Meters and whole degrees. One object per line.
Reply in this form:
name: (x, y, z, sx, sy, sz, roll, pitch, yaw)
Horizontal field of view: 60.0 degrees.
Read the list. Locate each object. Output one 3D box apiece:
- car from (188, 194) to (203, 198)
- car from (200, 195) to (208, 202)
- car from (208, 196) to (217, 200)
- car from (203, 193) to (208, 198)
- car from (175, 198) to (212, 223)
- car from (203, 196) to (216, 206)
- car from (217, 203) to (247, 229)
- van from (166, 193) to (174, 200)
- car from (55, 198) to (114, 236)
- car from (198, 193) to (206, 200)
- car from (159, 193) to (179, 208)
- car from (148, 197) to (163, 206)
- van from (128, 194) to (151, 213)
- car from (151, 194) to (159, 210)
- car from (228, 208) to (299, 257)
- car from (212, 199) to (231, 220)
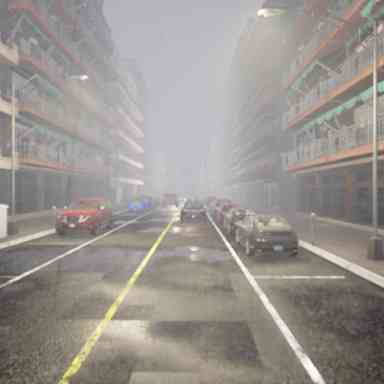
car: (0.114, 1.388, 45.980, 2.128, 1.511, 4.902, 0, 0, 0)
car: (2.710, 1.409, 75.033, 1.752, 1.417, 4.829, 0, 0, 0)
car: (2.699, 1.360, 29.569, 1.967, 1.590, 4.097, 0, 0, 0)
car: (2.703, 1.336, 46.552, 1.967, 1.590, 4.097, 0, 0, 0)
car: (0.108, 1.424, 24.656, 2.128, 1.511, 4.902, 0, 0, 0)
car: (2.705, 1.418, 52.384, 1.752, 1.417, 4.829, 0, 0, 0)
car: (2.696, 1.500, 18.246, 2.008, 1.369, 4.403, 0, 0, 0)
van: (-5.668, 1.231, 86.212, 1.690, 1.788, 3.998, 0, 0, 0)
car: (-5.685, 1.264, 18.269, 2.192, 1.841, 5.009, 0, 0, 0)
car: (2.714, 1.211, 91.847, 2.192, 1.841, 5.009, 0, 0, 0)
car: (-2.998, 1.122, 46.788, 2.150, 2.045, 5.566, 0, 0, 0)
car: (-5.676, 1.437, 52.239, 1.887, 1.381, 4.507, 0, 0, 0)
van: (-5.680, 1.249, 35.256, 1.690, 1.788, 3.998, 0, 0, 0)
car: (-5.679, 1.216, 40.915, 2.192, 1.841, 5.009, 0, 0, 0)
car: (2.694, 1.516, 12.584, 2.008, 1.369, 4.403, 0, 0, 0)
car: (2.697, 1.479, 23.909, 1.887, 1.381, 4.507, 0, 0, 0)
